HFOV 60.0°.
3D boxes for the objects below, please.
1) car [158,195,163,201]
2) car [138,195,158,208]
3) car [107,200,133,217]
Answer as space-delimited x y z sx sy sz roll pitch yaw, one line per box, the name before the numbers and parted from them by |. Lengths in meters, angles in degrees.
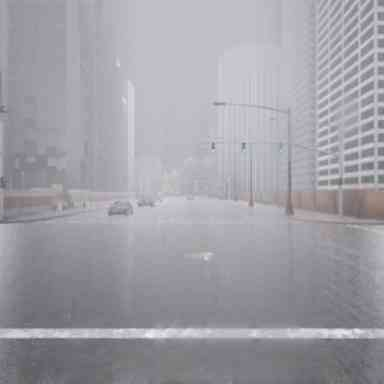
car | -7.054 1.434 68.603 1.837 1.490 4.892 0 0 0
car | -7.135 1.436 52.485 2.150 2.045 5.566 0 0 0
car | -7.126 1.640 33.423 1.837 1.490 4.892 0 0 0
